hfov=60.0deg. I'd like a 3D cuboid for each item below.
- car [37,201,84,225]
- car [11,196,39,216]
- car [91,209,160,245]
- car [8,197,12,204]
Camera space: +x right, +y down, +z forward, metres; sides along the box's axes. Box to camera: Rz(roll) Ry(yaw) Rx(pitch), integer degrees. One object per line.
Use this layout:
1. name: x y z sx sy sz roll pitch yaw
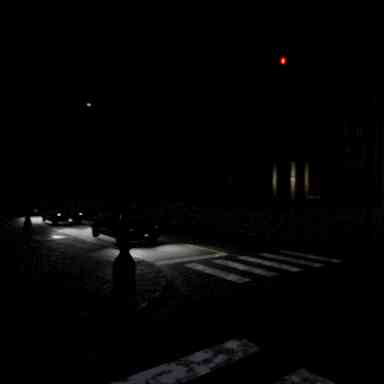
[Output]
1. car: -9.461 1.573 24.031 1.895 1.301 4.718 1 0 -37
2. car: -15.631 1.415 32.185 2.128 1.511 4.902 1 0 -37
3. car: -3.339 1.545 15.966 1.812 1.442 4.674 1 0 -37
4. car: -29.511 1.362 55.762 1.812 1.442 4.674 1 0 -37
